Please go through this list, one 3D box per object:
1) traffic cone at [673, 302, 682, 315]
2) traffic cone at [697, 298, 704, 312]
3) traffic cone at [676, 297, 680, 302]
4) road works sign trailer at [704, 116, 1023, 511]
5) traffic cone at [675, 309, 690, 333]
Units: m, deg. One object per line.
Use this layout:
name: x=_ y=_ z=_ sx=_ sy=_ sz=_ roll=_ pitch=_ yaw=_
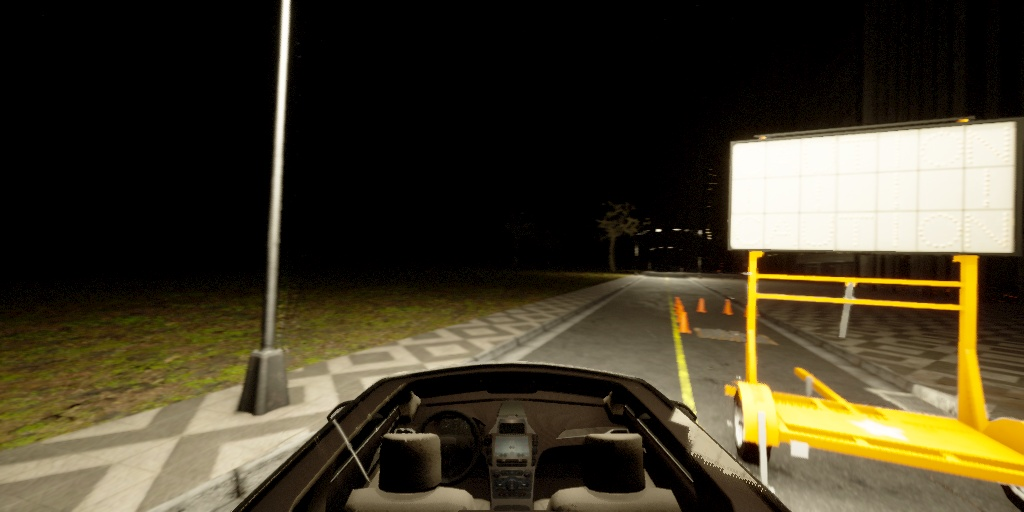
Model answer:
traffic cone: x=6.030 y=2.061 z=12.817 sx=0.340 sy=0.580 sz=0.340 roll=0 pitch=0 yaw=23
traffic cone: x=8.511 y=2.191 z=16.107 sx=0.340 sy=0.580 sz=0.340 roll=0 pitch=0 yaw=23
traffic cone: x=6.810 y=2.112 z=14.657 sx=0.340 sy=0.580 sz=0.340 roll=0 pitch=0 yaw=23
road works sign trailer: x=3.689 y=0.374 z=4.036 sx=2.380 sy=3.560 sz=2.880 roll=0 pitch=0 yaw=23
traffic cone: x=5.249 y=2.010 z=10.976 sx=0.340 sy=0.580 sz=0.340 roll=0 pitch=0 yaw=23
